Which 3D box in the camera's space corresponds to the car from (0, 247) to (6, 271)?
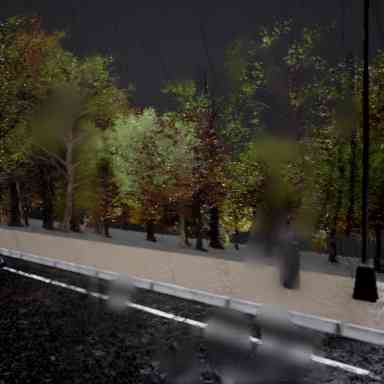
[{"bbox_3d":[-7.157,1.548,9.127,5.357,1.411,2.033,0,0,37],"label":"car"}]
